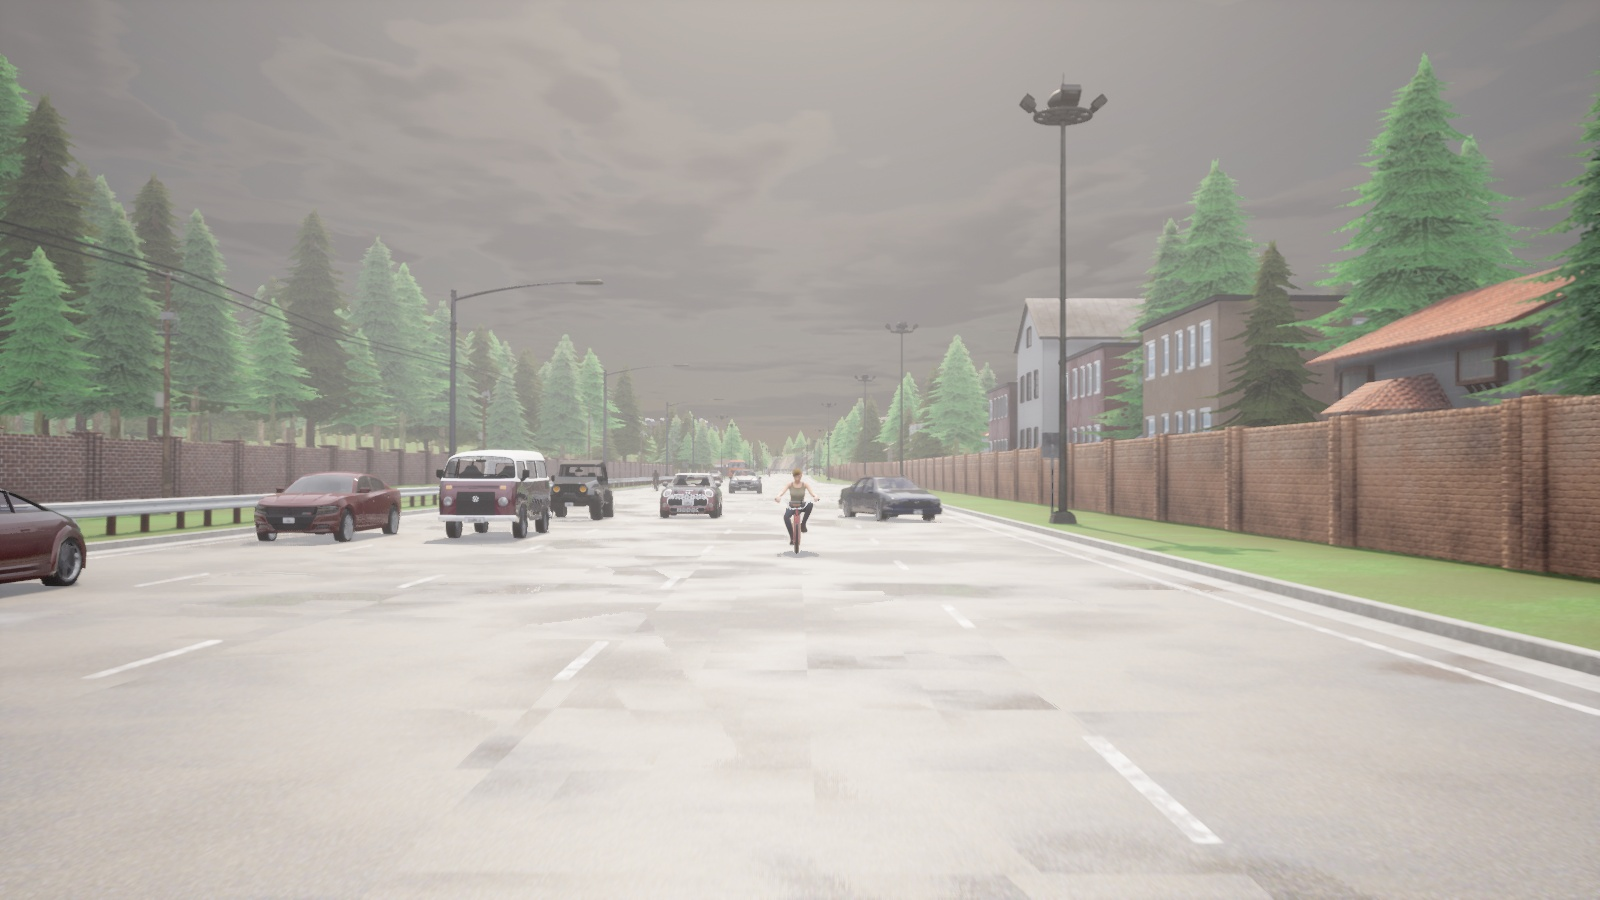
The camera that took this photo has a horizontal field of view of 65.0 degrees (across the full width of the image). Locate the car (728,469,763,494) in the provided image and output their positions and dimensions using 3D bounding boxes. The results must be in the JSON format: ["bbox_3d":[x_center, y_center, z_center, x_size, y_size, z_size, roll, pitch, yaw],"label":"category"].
[{"bbox_3d":[-3.714,2.118,86.265,2.242,1.667,4.611,0,-1,0],"label":"car"}]

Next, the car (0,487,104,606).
[{"bbox_3d":[-10.538,1.174,15.127,1.994,1.385,4.181,0,-1,0],"label":"car"}]

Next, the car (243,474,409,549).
[{"bbox_3d":[-10.571,1.311,28.458,1.882,1.535,5.008,0,-1,0],"label":"car"}]

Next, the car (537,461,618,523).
[{"bbox_3d":[-7.101,1.316,40.415,1.905,1.878,3.866,0,-1,0],"label":"car"}]

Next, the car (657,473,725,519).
[{"bbox_3d":[-3.605,1.501,42.200,1.970,1.475,3.806,0,-1,0],"label":"car"}]

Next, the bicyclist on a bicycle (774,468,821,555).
[{"bbox_3d":[-0.046,1.152,23.961,0.866,1.612,1.509,0,-1,0],"label":"bicyclist on a bicycle"}]

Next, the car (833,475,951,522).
[{"bbox_3d":[2.875,1.535,40.853,2.033,1.411,5.357,0,-1,-17],"label":"car"}]

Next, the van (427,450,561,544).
[{"bbox_3d":[-7.074,1.061,29.556,2.069,2.038,4.480,0,-1,0],"label":"van"}]
